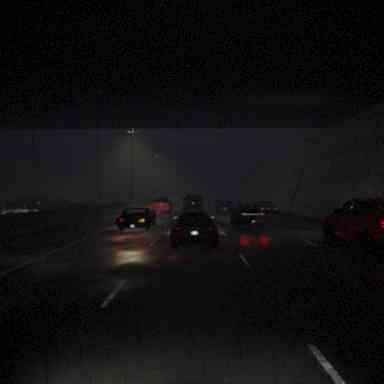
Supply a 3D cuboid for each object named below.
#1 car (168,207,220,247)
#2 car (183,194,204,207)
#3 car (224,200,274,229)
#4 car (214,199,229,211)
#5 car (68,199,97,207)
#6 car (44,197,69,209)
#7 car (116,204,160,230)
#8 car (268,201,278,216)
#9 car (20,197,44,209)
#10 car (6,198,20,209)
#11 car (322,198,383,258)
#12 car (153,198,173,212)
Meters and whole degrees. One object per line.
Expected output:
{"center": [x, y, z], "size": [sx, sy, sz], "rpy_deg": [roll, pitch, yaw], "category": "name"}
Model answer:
{"center": [0.103, 1.592, 15.102], "size": [1.994, 1.385, 4.181], "rpy_deg": [0, 0, 0], "category": "car"}
{"center": [0.128, 1.290, 37.693], "size": [2.150, 2.045, 5.566], "rpy_deg": [0, 0, 0], "category": "car"}
{"center": [3.609, 1.531, 21.955], "size": [2.128, 1.511, 4.902], "rpy_deg": [0, 0, 0], "category": "car"}
{"center": [3.629, 1.561, 38.409], "size": [2.128, 1.511, 4.902], "rpy_deg": [0, 0, 0], "category": "car"}
{"center": [-14.055, 1.680, 43.512], "size": [1.895, 1.301, 4.718], "rpy_deg": [0, 0, 0], "category": "car"}
{"center": [-17.548, 1.572, 44.963], "size": [2.128, 1.511, 4.902], "rpy_deg": [0, 0, 0], "category": "car"}
{"center": [-3.392, 1.639, 21.154], "size": [1.895, 1.301, 4.718], "rpy_deg": [0, 0, 0], "category": "car"}
{"center": [7.123, 1.608, 33.345], "size": [2.033, 1.411, 5.357], "rpy_deg": [0, 0, 0], "category": "car"}
{"center": [-21.041, 1.433, 45.726], "size": [2.097, 1.767, 4.553], "rpy_deg": [0, 0, 0], "category": "car"}
{"center": [-24.530, 1.563, 47.617], "size": [1.882, 1.535, 5.008], "rpy_deg": [0, 0, 0], "category": "car"}
{"center": [7.102, 1.246, 13.053], "size": [2.150, 2.045, 5.566], "rpy_deg": [0, 0, 0], "category": "car"}
{"center": [-3.371, 1.422, 38.094], "size": [2.097, 1.767, 4.553], "rpy_deg": [0, 0, 0], "category": "car"}
